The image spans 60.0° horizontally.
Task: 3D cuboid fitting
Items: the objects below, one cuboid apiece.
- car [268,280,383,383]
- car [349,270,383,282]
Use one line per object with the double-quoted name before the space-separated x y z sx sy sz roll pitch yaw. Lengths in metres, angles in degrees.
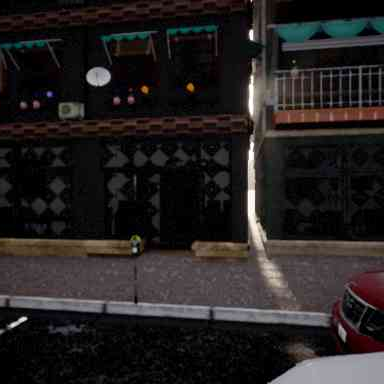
"car" 2.728 1.526 1.814 4.674 1.442 1.812 0 0 9
"car" 4.223 1.314 3.470 5.009 1.841 2.192 0 0 9
